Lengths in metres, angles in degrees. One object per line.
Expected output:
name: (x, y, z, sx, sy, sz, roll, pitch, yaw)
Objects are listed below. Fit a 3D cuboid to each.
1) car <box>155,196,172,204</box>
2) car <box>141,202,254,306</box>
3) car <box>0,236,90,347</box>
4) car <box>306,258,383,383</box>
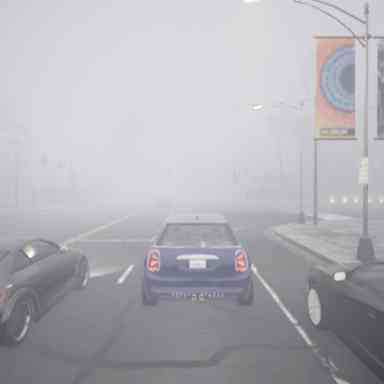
car: (-3.410, 1.214, 39.987, 2.033, 1.411, 5.357, 0, 0, 0)
car: (0.099, 1.284, 8.040, 2.097, 1.767, 4.553, 0, 0, 0)
car: (-3.401, 1.511, 6.222, 1.994, 1.385, 4.181, 0, 0, 0)
car: (2.900, 1.447, 3.758, 2.097, 1.535, 5.008, 0, 0, 0)
